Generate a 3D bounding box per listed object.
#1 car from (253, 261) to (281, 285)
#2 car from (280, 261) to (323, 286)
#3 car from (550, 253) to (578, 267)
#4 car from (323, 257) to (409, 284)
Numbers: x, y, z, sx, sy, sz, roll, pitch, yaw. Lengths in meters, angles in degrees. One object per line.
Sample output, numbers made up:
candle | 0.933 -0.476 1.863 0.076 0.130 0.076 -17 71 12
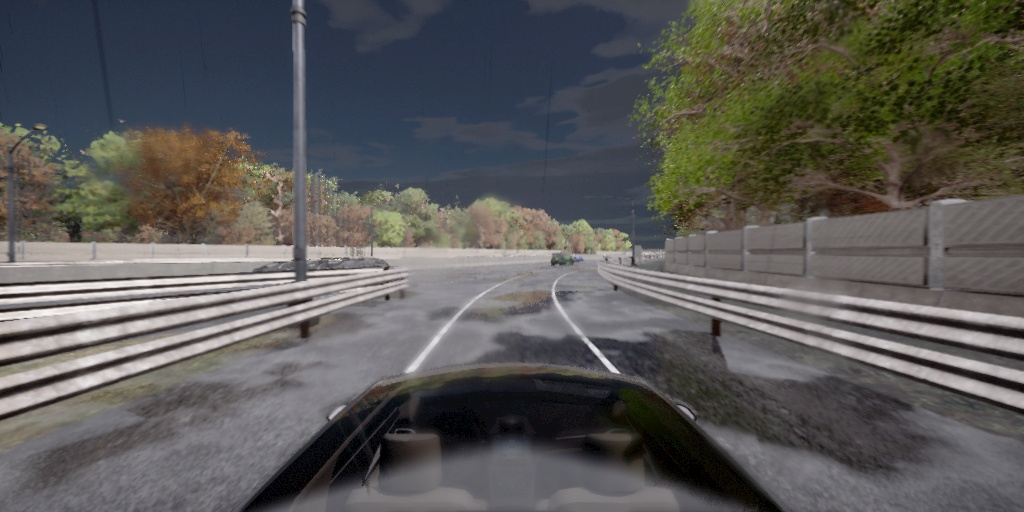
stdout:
car | -14.553 1.094 23.980 1.837 1.490 4.892 0 0 26
car | -11.366 1.087 22.530 1.837 1.490 4.892 0 0 26
car | 7.527 0.532 52.960 2.150 2.045 5.566 0 0 26
car | -8.183 0.929 21.067 2.097 1.767 4.553 0 0 26
